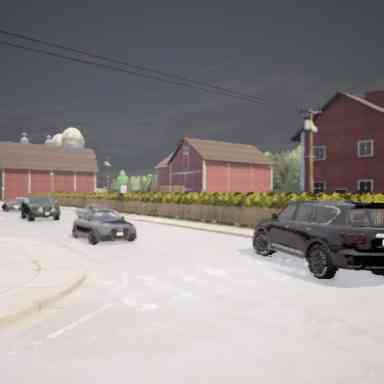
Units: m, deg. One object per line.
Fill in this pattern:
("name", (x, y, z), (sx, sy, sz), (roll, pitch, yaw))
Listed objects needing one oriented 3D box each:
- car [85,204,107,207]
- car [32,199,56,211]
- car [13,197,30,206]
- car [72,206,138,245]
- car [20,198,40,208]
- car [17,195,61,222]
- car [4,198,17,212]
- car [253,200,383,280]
("car", (-8.028, 1.677, 27.509), (1.895, 1.301, 4.718), (0, 0, -36))
("car", (-19.072, 1.664, 42.842), (1.994, 1.385, 4.181), (0, 0, -35))
("car", (-29.331, 1.599, 57.087), (1.882, 1.535, 5.008), (0, 0, -36))
("car", (-4.220, 1.609, 15.820), (1.994, 1.385, 4.181), (0, 0, -36))
("car", (-24.739, 1.675, 50.670), (1.994, 1.385, 4.181), (0, 0, -36))
("car", (-12.561, 1.284, 27.478), (2.150, 2.045, 5.566), (0, 0, -36))
("car", (-21.143, 1.573, 39.509), (2.128, 1.511, 4.902), (0, 0, -35))
("car", (3.942, 1.273, 10.407), (2.150, 2.045, 5.566), (1, 0, -14))
